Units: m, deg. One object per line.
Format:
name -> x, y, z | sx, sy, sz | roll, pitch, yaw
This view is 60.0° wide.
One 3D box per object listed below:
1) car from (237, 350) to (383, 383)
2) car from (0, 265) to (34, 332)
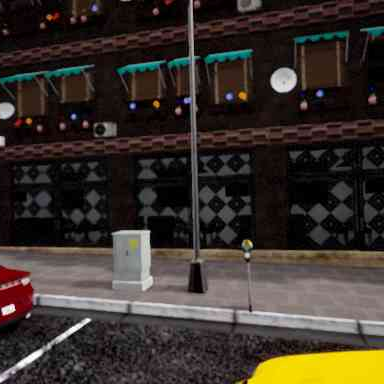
car -> 2.771, 1.458, 1.701 | 5.366, 1.575, 1.801 | 0, 0, 14
car -> -4.832, 1.582, 5.377 | 4.507, 1.381, 1.887 | 0, -2, 14
